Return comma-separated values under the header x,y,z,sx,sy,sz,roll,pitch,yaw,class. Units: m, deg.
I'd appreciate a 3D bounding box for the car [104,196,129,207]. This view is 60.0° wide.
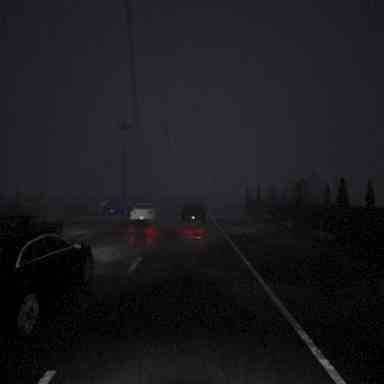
x,y,z,sx,sy,sz,roll,pitch,yaw,class
-11.807,1.455,52.090,1.882,1.535,5.008,0,0,12,car

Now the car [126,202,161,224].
x,y,z,sx,sy,sz,roll,pitch,yaw,class
-3.406,1.515,24.805,1.812,1.442,4.674,0,0,0,car

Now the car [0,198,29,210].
x,y,z,sx,sy,sz,roll,pitch,yaw,class
-17.498,1.512,30.952,1.812,1.442,4.674,0,0,1,car

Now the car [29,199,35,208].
x,y,z,sx,sy,sz,roll,pitch,yaw,class
-20.616,1.489,39.523,1.837,1.490,4.892,0,-1,5,car

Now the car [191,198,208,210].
x,y,z,sx,sy,sz,roll,pitch,yaw,class
1.028,1.507,42.923,1.812,1.442,4.674,0,0,7,car

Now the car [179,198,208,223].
x,y,z,sx,sy,sz,roll,pitch,yaw,class
0.093,1.496,25.531,1.837,1.490,4.892,0,1,0,car

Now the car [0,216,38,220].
x,y,z,sx,sy,sz,roll,pitch,yaw,class
-6.903,1.595,13.355,1.895,1.301,4.718,0,0,0,car

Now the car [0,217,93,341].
x,y,z,sx,sy,sz,roll,pitch,yaw,class
-3.401,1.489,6.492,2.128,1.511,4.902,0,0,0,car

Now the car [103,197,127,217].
x,y,z,sx,sy,sz,roll,pitch,yaw,class
-6.862,1.464,31.186,1.882,1.535,5.008,0,0,1,car
